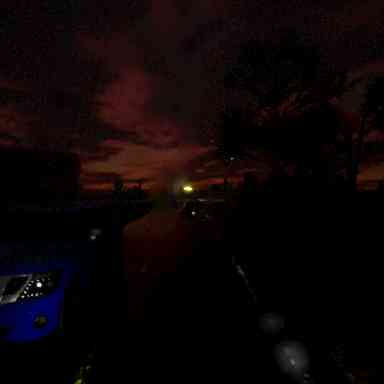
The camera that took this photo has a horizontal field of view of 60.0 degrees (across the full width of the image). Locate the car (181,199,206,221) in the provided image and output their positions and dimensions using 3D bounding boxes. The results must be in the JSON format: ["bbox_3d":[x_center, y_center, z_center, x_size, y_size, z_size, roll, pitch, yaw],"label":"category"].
[{"bbox_3d":[0.107,1.578,27.308,1.994,1.385,4.181,0,0,0],"label":"car"}]

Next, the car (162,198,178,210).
[{"bbox_3d":[-2.834,1.490,43.310,1.882,1.535,5.008,0,0,0],"label":"car"}]

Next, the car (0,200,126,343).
[{"bbox_3d":[-2.840,1.226,6.813,2.150,2.045,5.566,0,0,0],"label":"car"}]
